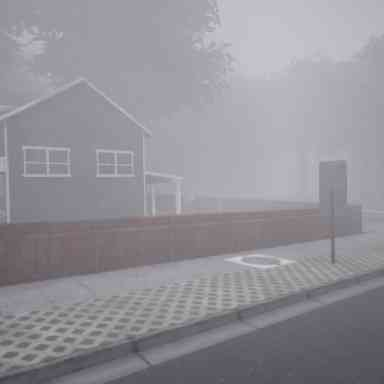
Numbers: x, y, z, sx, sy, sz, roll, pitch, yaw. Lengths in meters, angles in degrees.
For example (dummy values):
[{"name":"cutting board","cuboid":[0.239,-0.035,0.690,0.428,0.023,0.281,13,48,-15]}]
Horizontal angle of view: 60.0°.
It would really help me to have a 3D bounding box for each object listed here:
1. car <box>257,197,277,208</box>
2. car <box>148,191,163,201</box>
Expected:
[{"name":"car","cuboid":[7.208,1.195,31.700,1.994,1.385,4.181,-2,2,-36]},{"name":"car","cuboid":[-5.646,0.532,49.658,2.128,1.511,4.902,-2,3,-35]}]
